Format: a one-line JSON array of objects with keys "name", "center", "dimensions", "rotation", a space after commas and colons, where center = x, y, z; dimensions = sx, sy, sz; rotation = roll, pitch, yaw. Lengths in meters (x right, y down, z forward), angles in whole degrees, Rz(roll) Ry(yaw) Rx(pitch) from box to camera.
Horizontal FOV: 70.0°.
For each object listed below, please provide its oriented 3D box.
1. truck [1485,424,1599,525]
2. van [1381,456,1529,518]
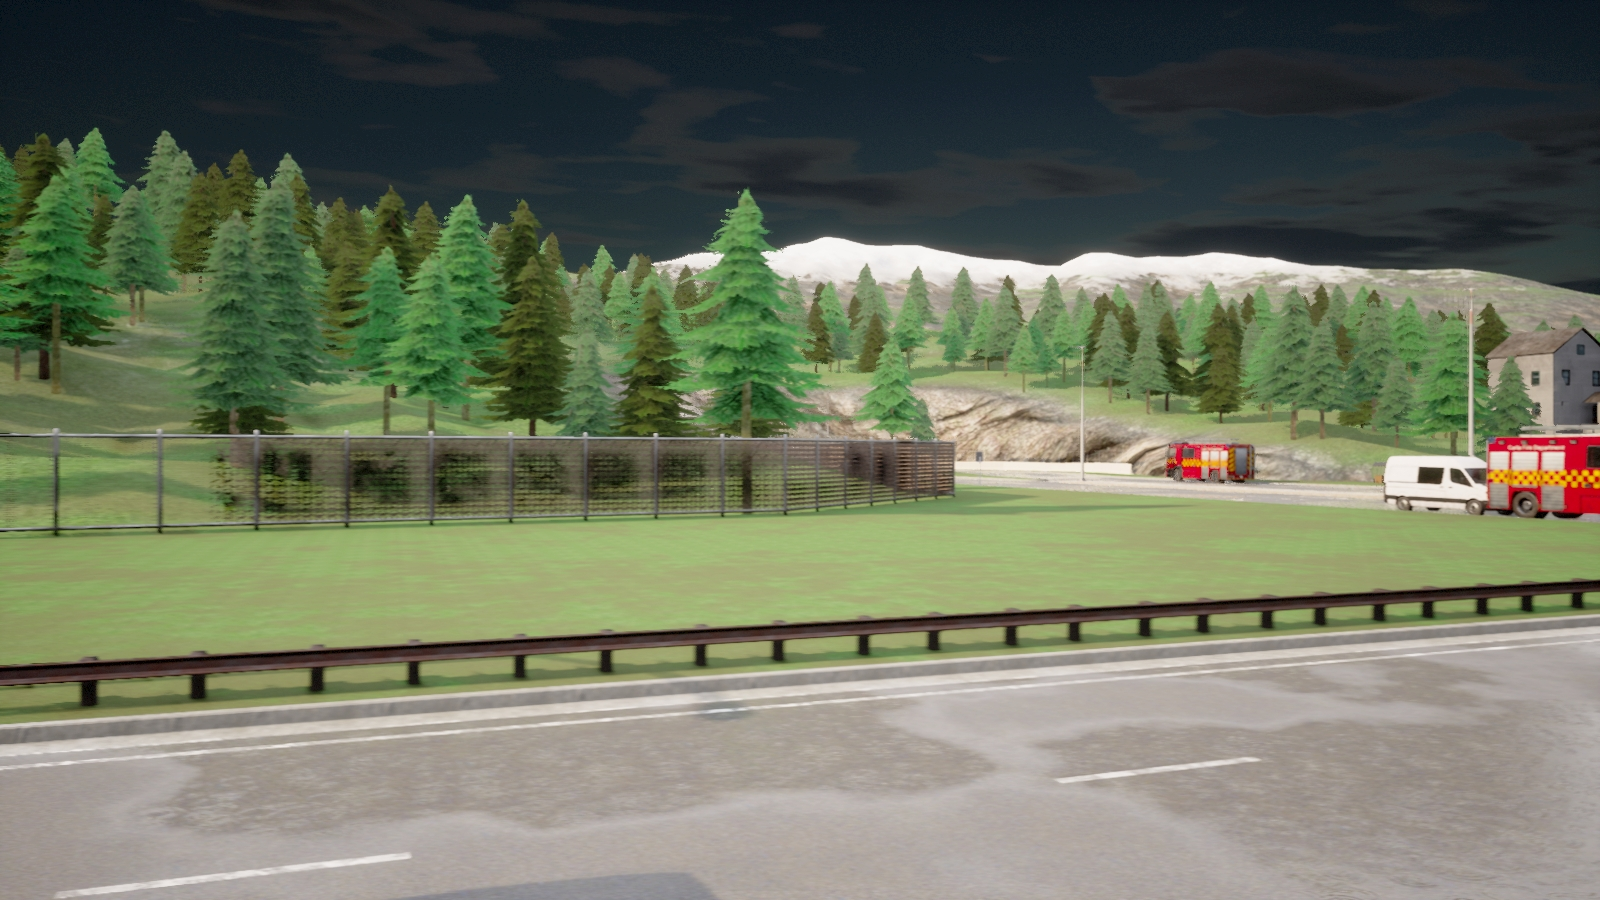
[{"name": "truck", "center": [31.414, 0.923, 44.294], "dimensions": [2.891, 3.827, 8.468], "rotation": [0, 0, -19]}, {"name": "van", "center": [29.218, 1.570, 51.253], "dimensions": [1.988, 2.561, 5.915], "rotation": [0, 0, -19]}]
